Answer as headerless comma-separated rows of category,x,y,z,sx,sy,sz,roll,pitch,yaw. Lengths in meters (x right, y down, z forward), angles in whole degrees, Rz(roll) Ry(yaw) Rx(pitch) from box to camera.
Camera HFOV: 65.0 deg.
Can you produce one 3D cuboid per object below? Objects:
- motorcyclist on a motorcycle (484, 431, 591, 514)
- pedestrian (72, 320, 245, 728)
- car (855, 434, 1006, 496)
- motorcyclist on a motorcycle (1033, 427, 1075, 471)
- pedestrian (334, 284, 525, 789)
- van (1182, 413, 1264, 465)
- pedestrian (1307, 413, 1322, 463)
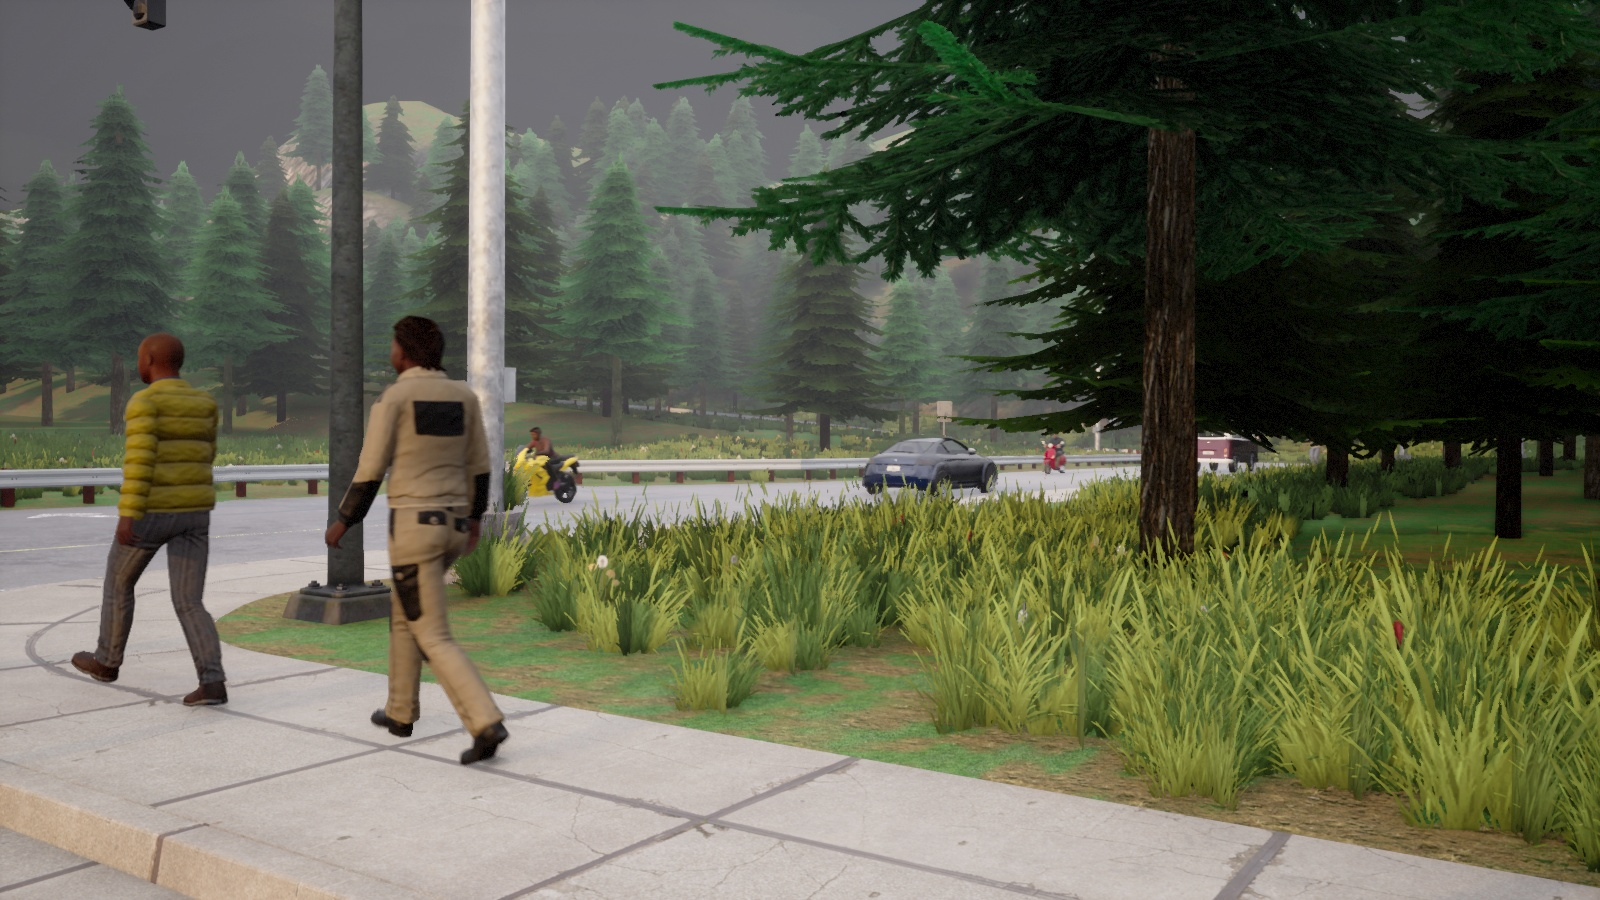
motorcyclist on a motorcycle,-5.028,0.402,24.189,0.797,1.523,2.044,0,1,33
pedestrian,-3.060,0.333,5.992,0.726,1.835,0.370,0,1,30
car,3.268,0.320,30.666,1.994,1.385,4.181,0,1,33
motorcyclist on a motorcycle,9.356,-0.057,46.150,0.866,1.590,1.817,0,1,34
pedestrian,-1.526,0.330,5.163,0.692,1.930,0.396,0,1,37
van,17.453,-0.442,51.689,2.069,2.038,4.480,0,0,35
pedestrian,18.875,-0.433,46.050,0.354,1.836,0.706,0,1,36
